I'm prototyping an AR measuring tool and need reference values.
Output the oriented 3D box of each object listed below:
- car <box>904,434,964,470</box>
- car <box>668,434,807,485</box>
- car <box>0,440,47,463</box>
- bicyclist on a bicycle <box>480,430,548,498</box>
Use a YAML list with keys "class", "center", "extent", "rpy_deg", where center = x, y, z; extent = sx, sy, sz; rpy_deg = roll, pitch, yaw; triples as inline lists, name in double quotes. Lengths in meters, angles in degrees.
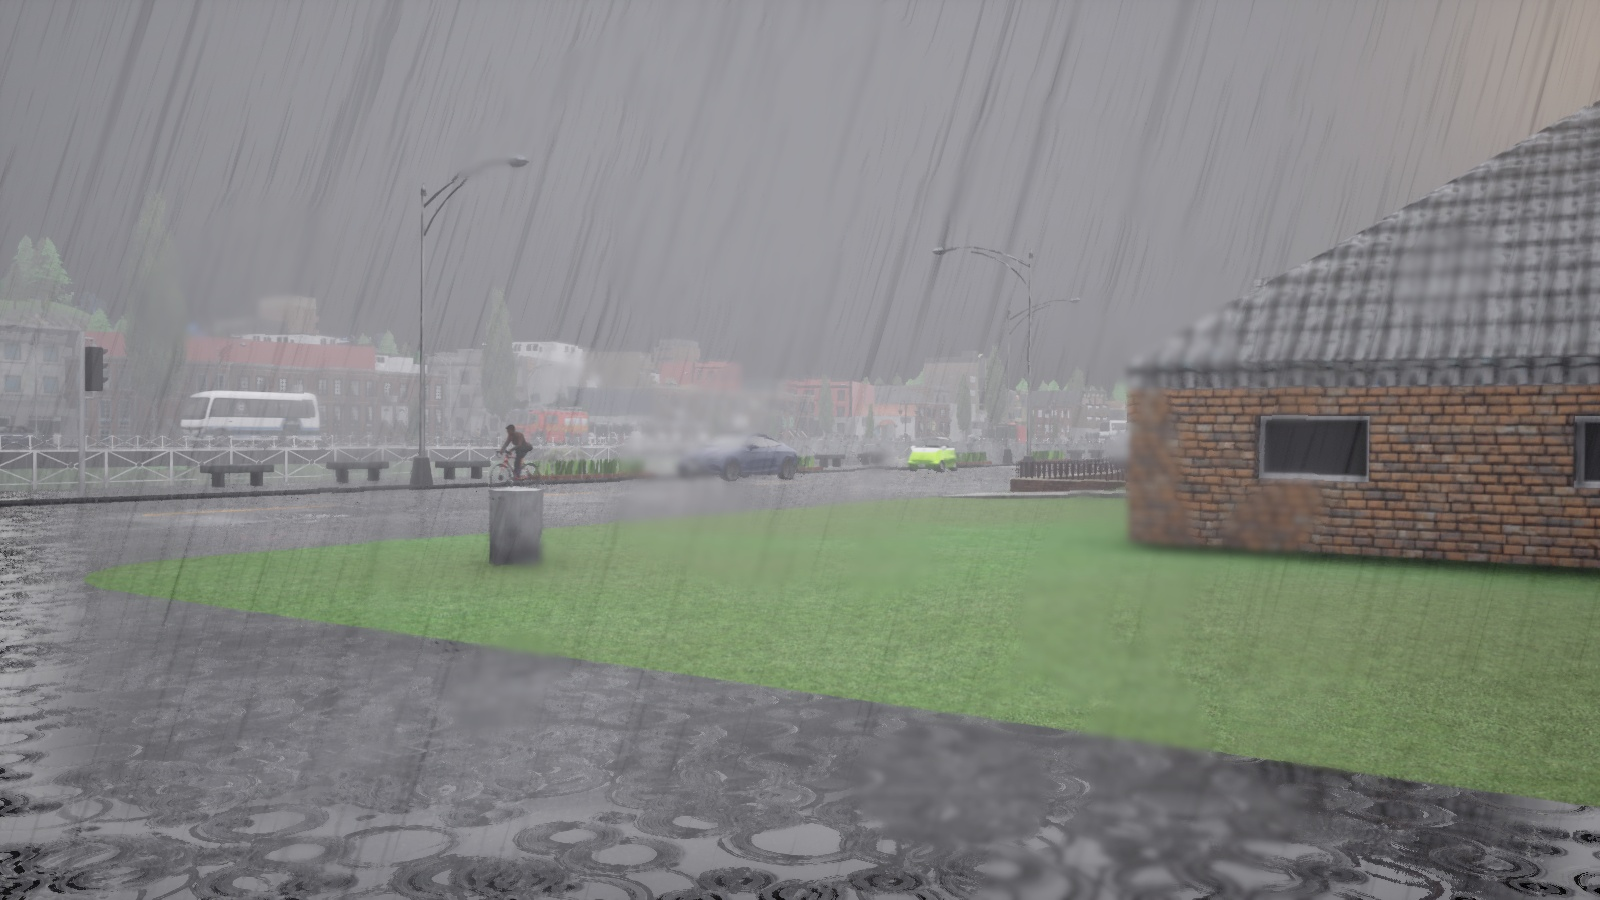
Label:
- class: "car"
  center: [5.261, 0.068, 49.124]
  extent: [1.481, 1.376, 2.207]
  rpy_deg: [0, 1, 34]
- class: "car"
  center: [-1.830, 0.249, 38.446]
  extent: [1.812, 1.442, 4.674]
  rpy_deg: [0, 1, 34]
- class: "car"
  center: [-51.803, 0.096, 81.874]
  extent: [1.816, 1.474, 4.193]
  rpy_deg: [0, 1, 34]
- class: "bicyclist on a bicycle"
  center: [-6.979, 0.328, 30.692]
  extent: [0.582, 1.620, 1.656]
  rpy_deg: [0, 1, 34]
